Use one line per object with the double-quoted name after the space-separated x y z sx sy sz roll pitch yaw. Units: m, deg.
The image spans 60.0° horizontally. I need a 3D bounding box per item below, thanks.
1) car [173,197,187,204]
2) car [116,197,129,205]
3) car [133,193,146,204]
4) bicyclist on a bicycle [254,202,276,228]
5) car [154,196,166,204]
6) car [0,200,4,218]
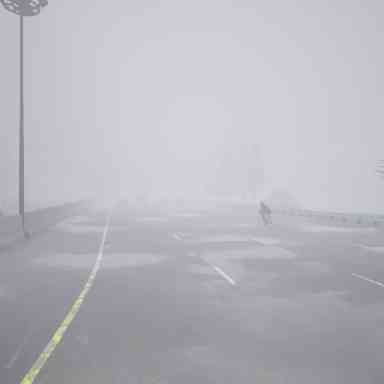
-2.258 1.547 62.003 2.033 1.411 5.357 0 0 -12 "car"
-12.291 1.547 58.907 2.033 1.411 5.357 0 0 -15 "car"
-10.336 1.221 65.878 2.150 2.045 5.566 0 0 -13 "car"
4.602 1.455 21.119 0.582 1.620 1.656 0 -2 -41 "bicyclist on a bicycle"
-6.005 1.547 62.673 2.033 1.411 5.357 0 0 -12 "car"
-14.868 1.223 22.914 2.150 2.045 5.566 0 0 -13 "car"
